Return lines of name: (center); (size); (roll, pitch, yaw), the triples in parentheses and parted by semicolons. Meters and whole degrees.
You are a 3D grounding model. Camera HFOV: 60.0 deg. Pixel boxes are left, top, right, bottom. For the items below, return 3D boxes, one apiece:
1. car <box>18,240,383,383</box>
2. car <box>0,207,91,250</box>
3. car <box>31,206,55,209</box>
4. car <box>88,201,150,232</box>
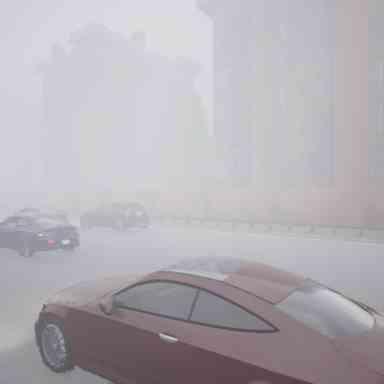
car: (0.066, 1.526, 3.944); (4.674, 1.442, 1.812); (0, 0, 35)
car: (-6.179, 1.525, 12.698); (4.674, 1.442, 1.812); (0, 0, 36)
car: (-8.845, 1.526, 18.901); (4.674, 1.442, 1.812); (0, 0, 36)
car: (-4.748, 1.352, 20.278); (4.553, 1.767, 2.097); (0, 0, 36)
